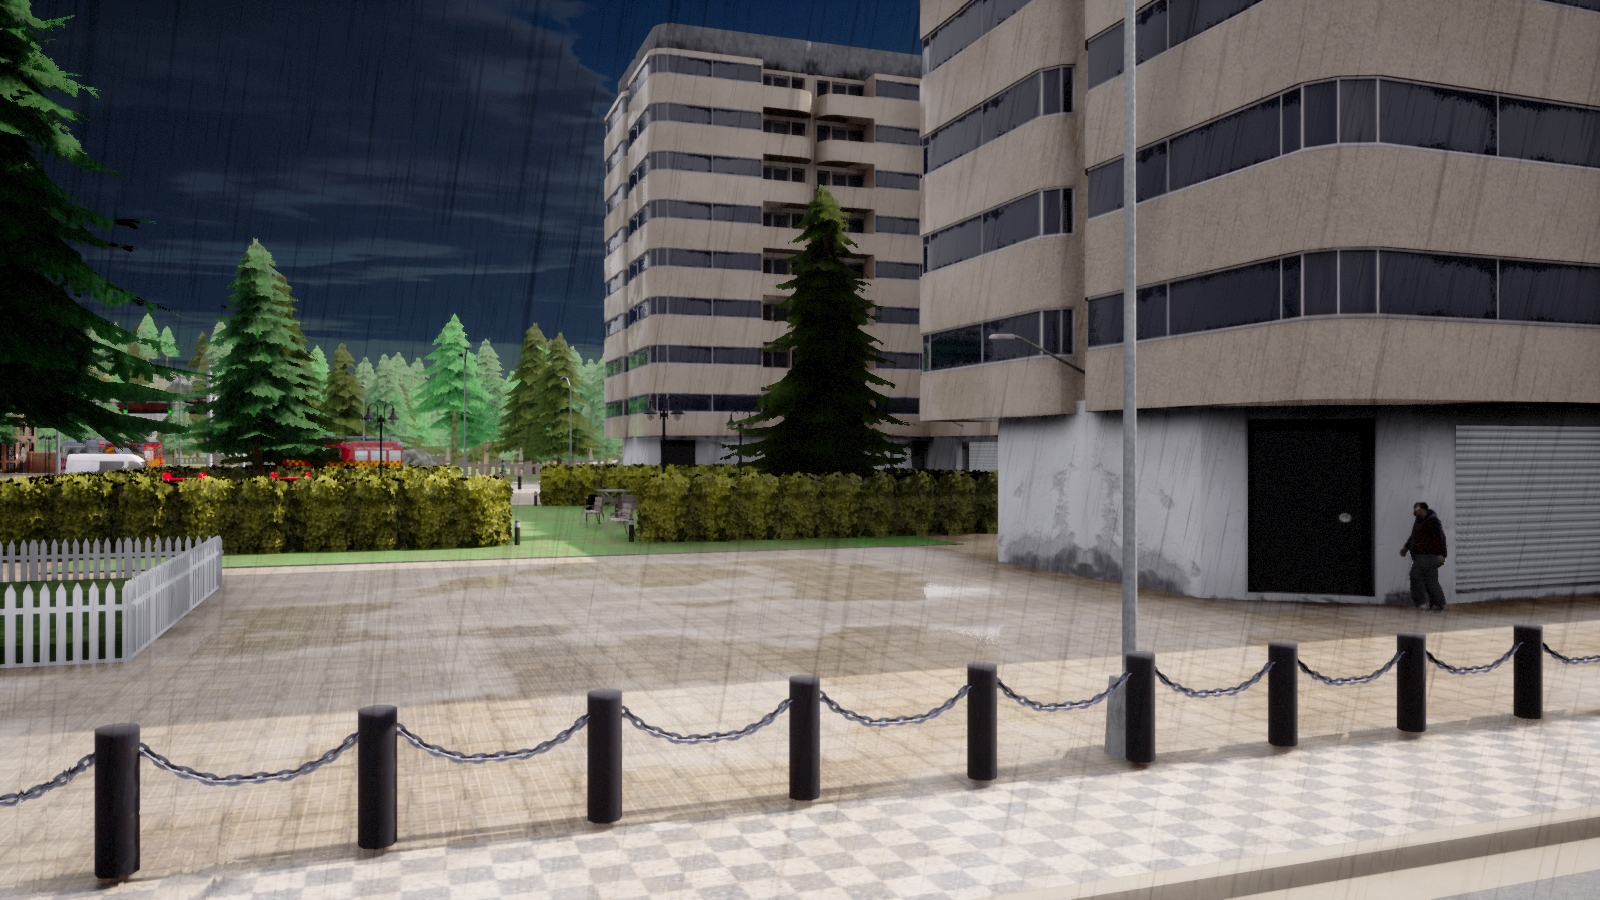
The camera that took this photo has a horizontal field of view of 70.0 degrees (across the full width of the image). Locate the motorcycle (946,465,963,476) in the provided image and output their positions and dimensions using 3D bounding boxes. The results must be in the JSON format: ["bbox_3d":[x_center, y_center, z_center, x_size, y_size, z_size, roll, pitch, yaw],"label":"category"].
[{"bbox_3d":[16.084,2.131,119.009,0.803,1.199,2.033,0,0,-20],"label":"motorcycle"}]

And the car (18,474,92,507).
[{"bbox_3d":[-38.465,2.063,59.137,2.163,1.488,4.792,0,0,-20],"label":"car"}]

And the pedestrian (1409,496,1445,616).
[{"bbox_3d":[9.951,1.669,18.140,0.375,1.860,0.375,0,0,5],"label":"pedestrian"}]
